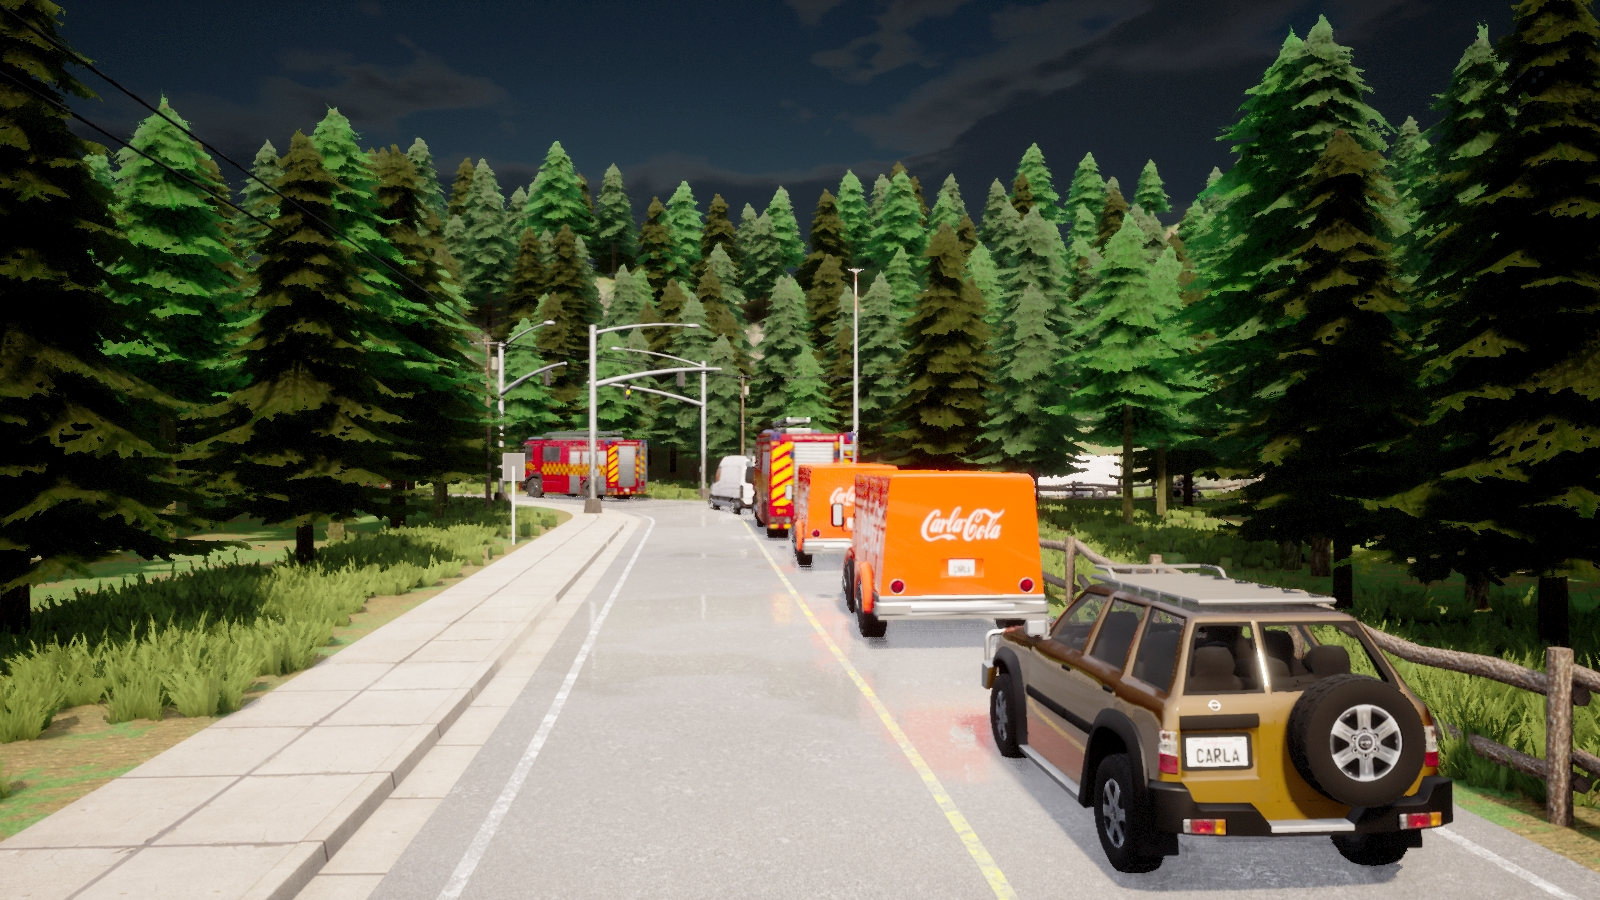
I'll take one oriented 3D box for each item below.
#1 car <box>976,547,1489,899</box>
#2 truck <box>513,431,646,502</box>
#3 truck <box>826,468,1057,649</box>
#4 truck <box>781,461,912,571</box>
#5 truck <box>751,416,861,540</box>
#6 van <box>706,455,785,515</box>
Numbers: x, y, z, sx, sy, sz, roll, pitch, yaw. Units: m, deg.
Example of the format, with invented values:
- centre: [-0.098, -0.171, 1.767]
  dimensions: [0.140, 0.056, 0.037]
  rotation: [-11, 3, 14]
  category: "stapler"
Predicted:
- centre: [2.884, 1.823, 8.944]
  dimensions: [1.932, 1.855, 4.605]
  rotation: [0, -2, -5]
  category: "car"
- centre: [-12.719, 0.865, 65.375]
  dimensions: [8.468, 3.827, 2.891]
  rotation: [0, 0, 41]
  category: "truck"
- centre: [2.019, 1.529, 18.360]
  dimensions: [2.627, 2.467, 5.204]
  rotation: [0, -1, -5]
  category: "truck"
- centre: [1.043, 1.538, 28.816]
  dimensions: [2.627, 2.467, 5.204]
  rotation: [0, 0, -5]
  category: "truck"
- centre: [0.022, 0.864, 39.478]
  dimensions: [2.891, 3.827, 8.468]
  rotation: [0, 0, -6]
  category: "truck"
- centre: [-2.558, 1.508, 51.774]
  dimensions: [1.988, 2.561, 5.915]
  rotation: [0, 0, -19]
  category: "van"
